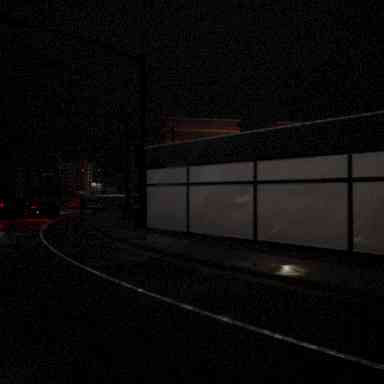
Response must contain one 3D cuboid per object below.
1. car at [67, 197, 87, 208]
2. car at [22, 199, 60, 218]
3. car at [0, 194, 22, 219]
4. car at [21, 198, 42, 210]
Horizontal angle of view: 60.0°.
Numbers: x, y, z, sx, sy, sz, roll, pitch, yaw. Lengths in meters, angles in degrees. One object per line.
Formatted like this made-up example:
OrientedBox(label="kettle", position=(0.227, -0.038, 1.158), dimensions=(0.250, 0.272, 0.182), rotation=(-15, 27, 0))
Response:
OrientedBox(label="car", position=(-16.102, 1.458, 46.746), dimensions=(1.882, 1.535, 5.008), rotation=(0, 0, -7))
OrientedBox(label="car", position=(-13.342, 1.491, 30.214), dimensions=(2.128, 1.511, 4.902), rotation=(0, 0, -11))
OrientedBox(label="car", position=(-16.725, 1.221, 29.298), dimensions=(2.150, 2.045, 5.566), rotation=(0, 0, -11))
OrientedBox(label="car", position=(-20.756, 1.546, 42.971), dimensions=(1.994, 1.385, 4.181), rotation=(0, 0, -33))
